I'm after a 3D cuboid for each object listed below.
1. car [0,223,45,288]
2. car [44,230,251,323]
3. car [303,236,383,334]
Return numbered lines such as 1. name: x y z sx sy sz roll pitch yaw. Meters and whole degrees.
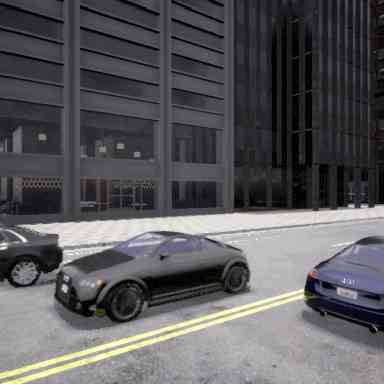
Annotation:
1. car: -5.572 1.505 7.692 4.892 1.490 1.837 0 0 -36
2. car: -0.694 1.564 7.217 4.181 1.385 1.994 0 0 -36
3. car: 4.061 1.563 6.410 4.181 1.385 1.994 0 0 -36
